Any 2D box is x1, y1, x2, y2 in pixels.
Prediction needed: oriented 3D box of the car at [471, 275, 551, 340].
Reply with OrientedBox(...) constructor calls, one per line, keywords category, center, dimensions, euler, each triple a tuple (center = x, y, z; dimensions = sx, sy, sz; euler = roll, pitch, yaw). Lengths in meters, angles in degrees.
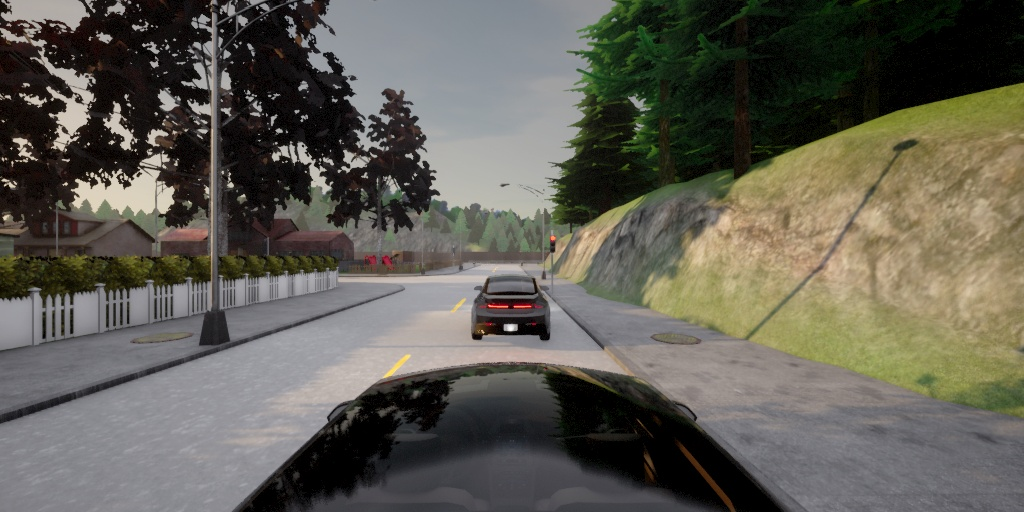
OrientedBox(category="car", center=(-0.019, 1.255, 9.947), dimensions=(1.837, 1.490, 4.892), euler=(0, 0, 0))
